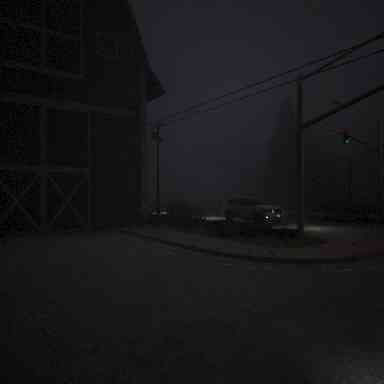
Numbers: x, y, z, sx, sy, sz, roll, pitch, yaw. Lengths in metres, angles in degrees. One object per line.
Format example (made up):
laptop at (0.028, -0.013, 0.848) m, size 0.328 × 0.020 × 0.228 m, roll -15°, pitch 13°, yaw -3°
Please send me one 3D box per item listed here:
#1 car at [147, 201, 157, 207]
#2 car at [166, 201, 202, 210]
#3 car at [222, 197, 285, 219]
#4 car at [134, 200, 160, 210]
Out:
car at (-6.290, 1.786, 42.597) m, size 1.837 × 1.490 × 4.892 m, roll 0°, pitch 0°, yaw -34°
car at (-0.904, 1.708, 34.735) m, size 1.882 × 1.535 × 5.008 m, roll 0°, pitch 0°, yaw -35°
car at (4.736, 1.400, 26.509) m, size 2.150 × 2.045 × 5.566 m, roll 0°, pitch 0°, yaw -34°
car at (-6.719, 1.922, 49.570) m, size 1.895 × 1.301 × 4.718 m, roll 0°, pitch 0°, yaw -34°
